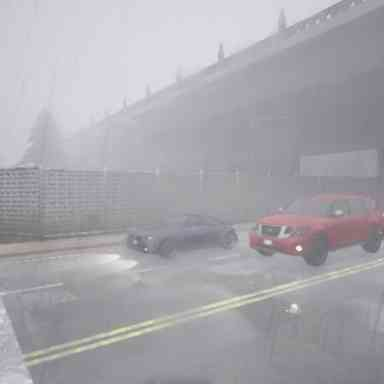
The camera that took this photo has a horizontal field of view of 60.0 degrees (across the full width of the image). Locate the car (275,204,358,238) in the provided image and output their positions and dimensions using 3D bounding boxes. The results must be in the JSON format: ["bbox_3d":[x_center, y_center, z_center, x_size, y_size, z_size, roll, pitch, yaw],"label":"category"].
[{"bbox_3d":[6.504,1.396,17.217,4.181,1.385,1.994,-1,0,-35],"label":"car"}]

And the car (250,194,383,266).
[{"bbox_3d":[4.500,1.112,11.493,5.566,2.045,2.150,-1,0,-36],"label":"car"}]

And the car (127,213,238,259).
[{"bbox_3d":[-0.286,1.492,12.374,4.181,1.385,1.994,-1,0,-35],"label":"car"}]
